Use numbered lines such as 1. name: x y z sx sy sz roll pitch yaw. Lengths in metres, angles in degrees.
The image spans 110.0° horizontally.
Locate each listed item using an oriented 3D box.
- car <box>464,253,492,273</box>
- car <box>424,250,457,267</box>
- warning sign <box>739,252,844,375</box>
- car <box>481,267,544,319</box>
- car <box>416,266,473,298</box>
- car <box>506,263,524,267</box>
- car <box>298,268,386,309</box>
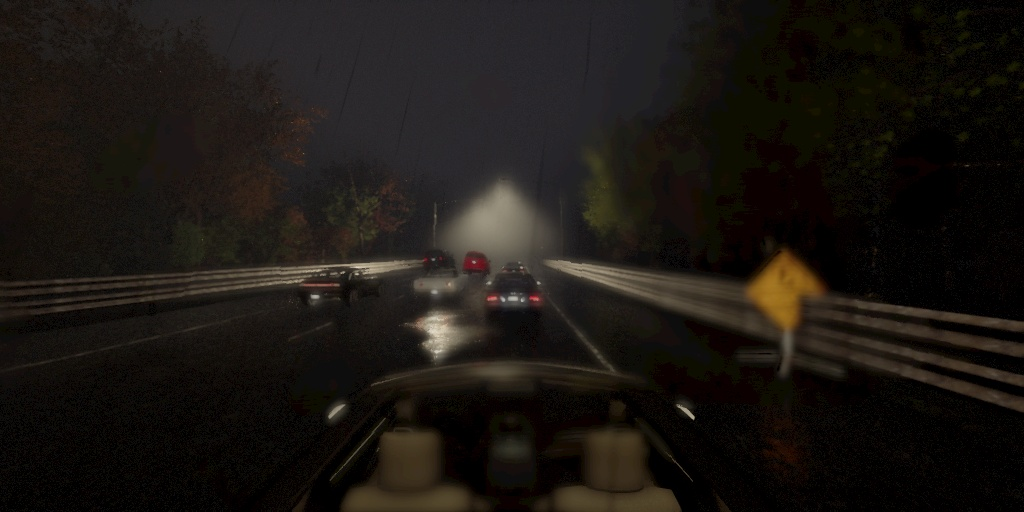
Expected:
1. car: -3.219 0.883 34.472 2.150 2.045 5.566 1 -5 2
2. car: -6.810 0.546 34.403 2.150 2.045 5.566 -4 -1 1
3. warning sign: 4.546 0.866 5.928 1.300 1.860 1.060 0 0 0
4. car: 0.105 1.298 12.779 2.033 1.411 5.357 0 0 0
5. car: -3.356 1.351 18.266 1.895 1.301 4.718 0 0 0
6. car: 0.263 1.291 29.931 2.033 1.411 5.357 0 0 1
7. car: -6.888 1.243 15.074 2.128 1.511 4.902 0 0 1
